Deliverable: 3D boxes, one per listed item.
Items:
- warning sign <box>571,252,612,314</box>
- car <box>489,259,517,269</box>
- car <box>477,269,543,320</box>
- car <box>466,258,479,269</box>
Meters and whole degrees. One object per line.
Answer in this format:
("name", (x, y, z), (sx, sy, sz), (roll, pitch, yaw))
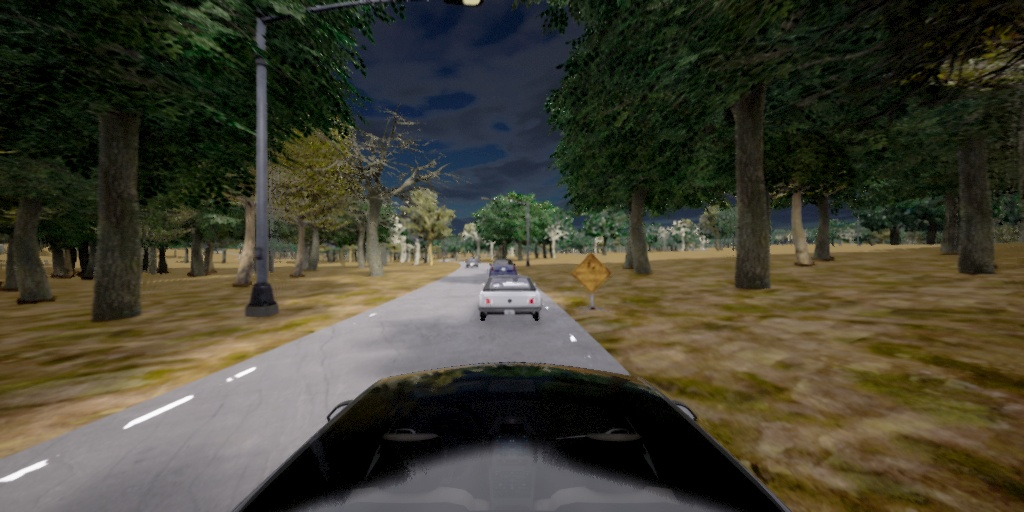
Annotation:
("warning sign", (2.542, 0.819, 11.358), (1.300, 1.860, 1.060), (0, 0, -1))
("car", (-0.741, 0.981, 28.608), (2.097, 1.767, 4.553), (0, 0, -3))
("car", (-0.093, 1.300, 12.363), (1.895, 1.301, 4.718), (0, 0, -1))
("car", (-5.915, 1.064, 53.573), (2.128, 1.511, 4.902), (0, 0, -6))
